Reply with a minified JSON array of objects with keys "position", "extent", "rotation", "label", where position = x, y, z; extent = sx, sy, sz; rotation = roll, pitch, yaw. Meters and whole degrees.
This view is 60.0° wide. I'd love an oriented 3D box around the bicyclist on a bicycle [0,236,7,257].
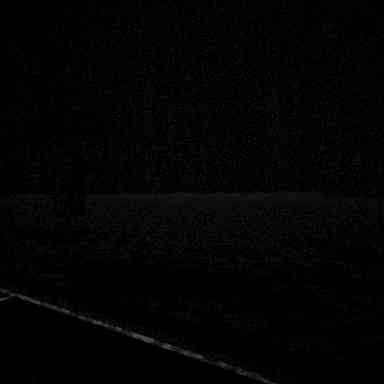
[{"position":[-5.617,1.124,8.487],"extent":[0.582,1.620,1.656],"rotation":[2,10,33],"label":"bicyclist on a bicycle"}]
